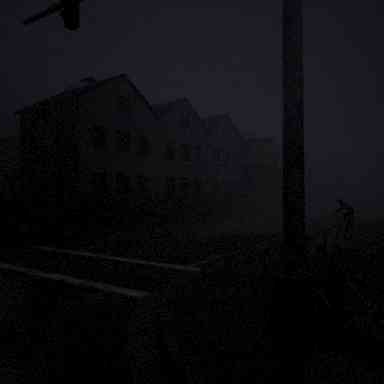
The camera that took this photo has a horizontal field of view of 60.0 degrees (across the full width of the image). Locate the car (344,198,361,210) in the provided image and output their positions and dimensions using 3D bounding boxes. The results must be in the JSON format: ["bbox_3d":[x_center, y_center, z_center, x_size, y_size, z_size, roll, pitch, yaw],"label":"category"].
[{"bbox_3d":[20.528,1.487,42.476,2.033,1.411,5.357,0,0,28],"label":"car"}]

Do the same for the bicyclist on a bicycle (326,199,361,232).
[{"bbox_3d":[7.551,1.168,16.654,1.656,1.620,0.582,-1,-1,35],"label":"bicyclist on a bicycle"}]
